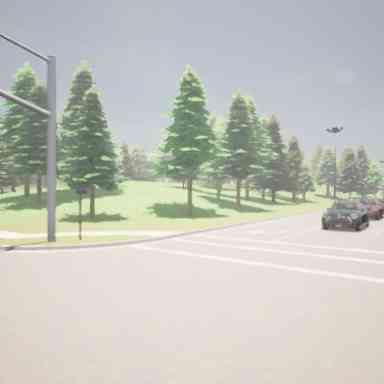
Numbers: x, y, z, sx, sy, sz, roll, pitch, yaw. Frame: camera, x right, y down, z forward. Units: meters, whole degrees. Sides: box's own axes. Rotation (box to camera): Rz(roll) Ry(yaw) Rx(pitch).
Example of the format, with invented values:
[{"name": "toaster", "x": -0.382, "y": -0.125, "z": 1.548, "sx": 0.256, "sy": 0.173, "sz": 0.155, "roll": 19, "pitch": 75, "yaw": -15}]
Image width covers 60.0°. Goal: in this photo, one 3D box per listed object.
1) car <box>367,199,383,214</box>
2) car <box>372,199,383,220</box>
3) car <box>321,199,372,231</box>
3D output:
[{"name": "car", "x": 20.383, "y": 1.509, "z": 36.029, "sx": 1.837, "sy": 1.490, "sz": 4.892, "roll": 0, "pitch": 0, "yaw": 35}, {"name": "car", "x": 14.704, "y": 1.356, "z": 27.986, "sx": 2.097, "sy": 1.767, "sz": 4.553, "roll": 0, "pitch": 0, "yaw": 35}, {"name": "car", "x": 9.599, "y": 1.356, "z": 20.747, "sx": 2.097, "sy": 1.767, "sz": 4.553, "roll": 0, "pitch": 0, "yaw": 35}]
